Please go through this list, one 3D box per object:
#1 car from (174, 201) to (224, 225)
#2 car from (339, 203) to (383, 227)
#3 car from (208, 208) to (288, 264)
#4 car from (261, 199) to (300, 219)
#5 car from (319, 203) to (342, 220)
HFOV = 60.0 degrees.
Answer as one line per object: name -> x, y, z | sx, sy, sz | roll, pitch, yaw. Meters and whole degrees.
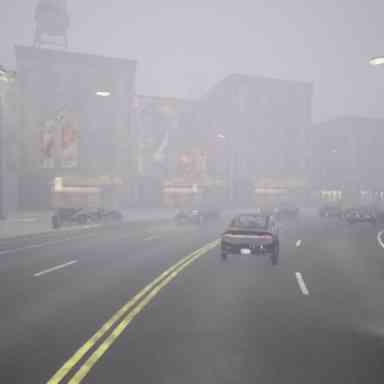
car -> 0.634, 1.465, 25.456 | 2.097, 1.767, 4.553 | 0, 0, 34
car -> 13.240, 1.719, 24.761 | 2.033, 1.411, 5.357 | 0, 0, 45
car -> 2.288, 1.557, 12.236 | 2.128, 1.511, 4.902 | 0, 0, 16
car -> 7.456, 1.512, 28.677 | 2.097, 1.767, 4.553 | 0, 0, 44
car -> 12.906, 1.680, 28.955 | 4.902, 1.511, 2.128 | 1, 0, -42
